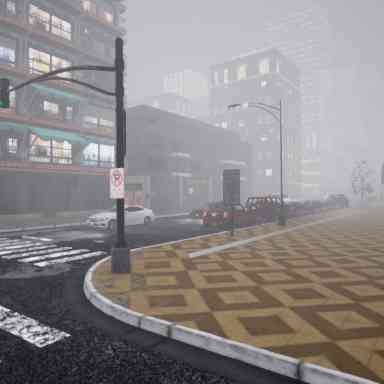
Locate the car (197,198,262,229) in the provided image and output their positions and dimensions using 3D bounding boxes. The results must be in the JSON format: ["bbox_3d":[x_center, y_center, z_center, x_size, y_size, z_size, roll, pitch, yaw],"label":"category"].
[{"bbox_3d":[2.439,1.352,20.765,1.967,1.590,4.097,-1,0,36],"label":"car"}]

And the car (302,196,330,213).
[{"bbox_3d":[12.375,1.421,34.287,1.887,1.381,4.507,-1,0,36],"label":"car"}]

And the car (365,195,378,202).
[{"bbox_3d":[35.555,1.333,65.838,1.887,1.381,4.507,-1,0,36],"label":"car"}]

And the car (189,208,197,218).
[{"bbox_3d":[1.986,1.514,29.291,2.033,1.411,5.357,-1,0,36],"label":"car"}]

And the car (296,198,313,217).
[{"bbox_3d":[9.064,1.470,29.779,1.802,1.307,4.206,-1,0,36],"label":"car"}]

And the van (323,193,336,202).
[{"bbox_3d":[29.203,1.229,70.504,1.690,1.788,3.998,-1,0,36],"label":"van"}]

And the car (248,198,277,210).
[{"bbox_3d":[9.235,1.489,43.322,1.752,1.417,4.829,-1,0,36],"label":"car"}]

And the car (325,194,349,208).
[{"bbox_3d":[18.995,1.167,43.302,2.192,1.841,5.009,-1,0,36],"label":"car"}]

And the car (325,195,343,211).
[{"bbox_3d":[15.686,1.415,38.794,2.008,1.369,4.403,-1,0,36],"label":"car"}]

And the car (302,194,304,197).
[{"bbox_3d":[22.481,1.439,61.352,1.752,1.417,4.829,-1,0,36],"label":"car"}]

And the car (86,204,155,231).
[{"bbox_3d":[-4.303,1.515,20.734,1.812,1.442,4.674,-1,0,36],"label":"car"}]

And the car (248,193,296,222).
[{"bbox_3d":[5.750,1.215,25.273,2.192,1.841,5.009,-1,0,36],"label":"car"}]

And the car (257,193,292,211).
[{"bbox_3d":[10.129,1.160,40.350,2.150,2.045,5.566,-1,-1,37],"label":"car"}]
